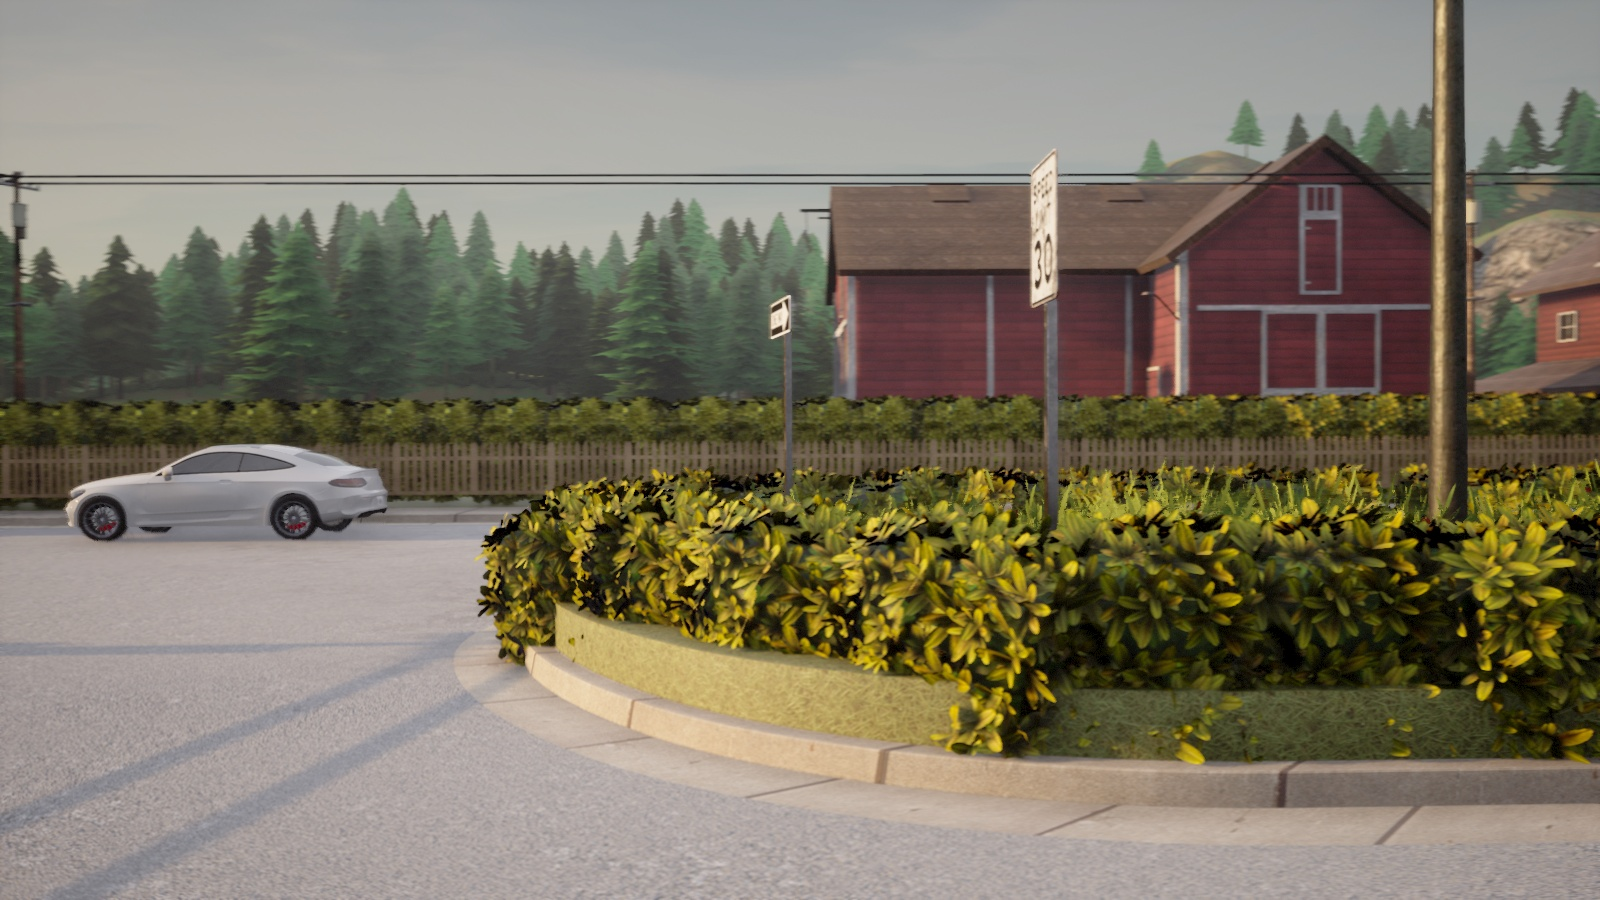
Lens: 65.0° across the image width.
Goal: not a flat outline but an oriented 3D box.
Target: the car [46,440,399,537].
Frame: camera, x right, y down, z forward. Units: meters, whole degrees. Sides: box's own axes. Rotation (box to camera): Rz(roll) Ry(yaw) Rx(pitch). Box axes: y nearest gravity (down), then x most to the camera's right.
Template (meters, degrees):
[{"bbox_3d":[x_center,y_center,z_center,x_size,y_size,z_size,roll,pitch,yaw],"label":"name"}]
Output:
[{"bbox_3d":[-8.897,0.569,19.637,4.674,1.442,1.812,0,1,-1],"label":"car"}]
